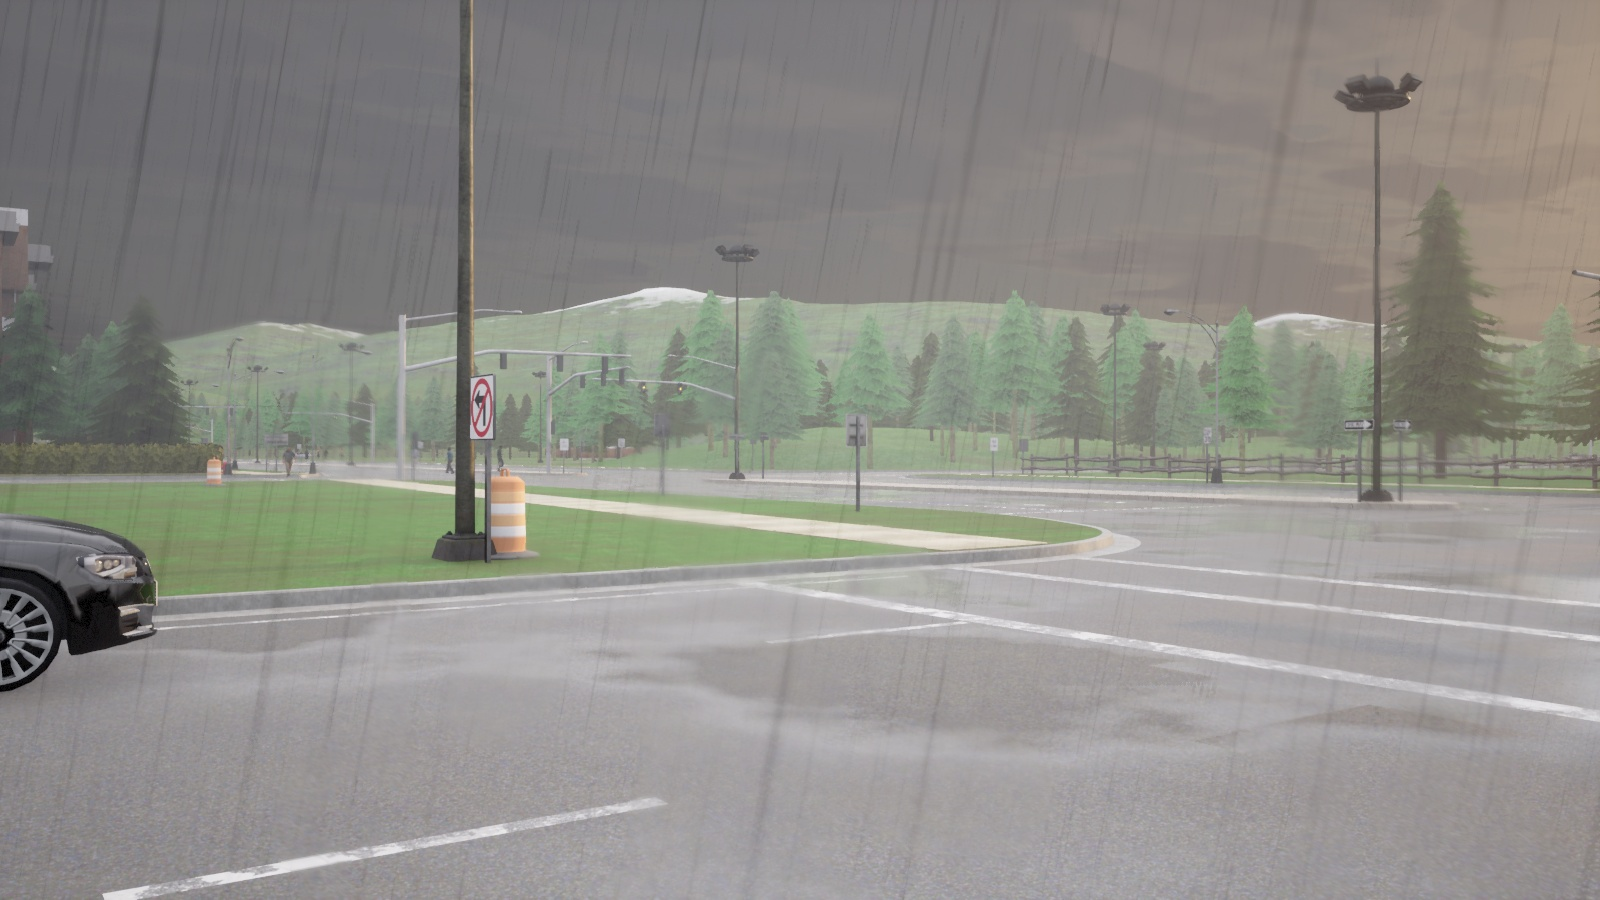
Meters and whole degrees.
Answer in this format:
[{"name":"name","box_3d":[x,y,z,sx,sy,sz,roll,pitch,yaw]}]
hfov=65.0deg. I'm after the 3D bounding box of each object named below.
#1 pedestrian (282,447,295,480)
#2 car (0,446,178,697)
[{"name":"pedestrian","box_3d":[-29.100,0.771,71.455,0.540,1.848,0.694,0,0,-32]},{"name":"car","box_3d":[-6.631,0.734,7.573,4.902,1.511,2.128,0,0,-35]}]
